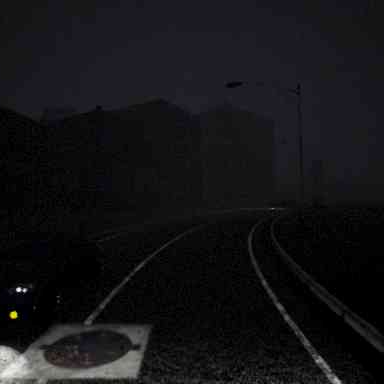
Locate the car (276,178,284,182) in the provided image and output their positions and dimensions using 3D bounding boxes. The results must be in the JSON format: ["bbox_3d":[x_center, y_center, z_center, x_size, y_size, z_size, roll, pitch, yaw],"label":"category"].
[{"bbox_3d":[22.095,-2.911,88.785,4.553,1.767,2.185,-1,-5,-1],"label":"car"}]

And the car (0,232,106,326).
[{"bbox_3d":[-3.347,1.585,7.129,1.994,1.385,4.181,0,0,3],"label":"car"}]

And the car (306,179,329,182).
[{"bbox_3d":[33.036,-2.889,88.969,4.892,1.521,2.231,-1,-5,-1],"label":"car"}]

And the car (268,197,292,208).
[{"bbox_3d":[12.301,1.414,46.150,1.812,1.442,4.674,-4,-2,42],"label":"car"}]
